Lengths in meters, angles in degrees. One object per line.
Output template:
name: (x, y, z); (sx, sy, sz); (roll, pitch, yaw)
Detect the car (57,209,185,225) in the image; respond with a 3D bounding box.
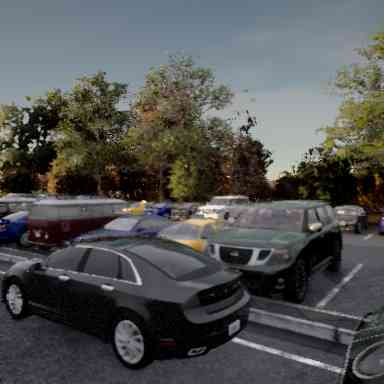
car: (-2.141, 1.567, 12.149); (2.002, 1.452, 4.674); (0, 0, 36)

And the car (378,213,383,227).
car: (11.595, 1.583, 18.436); (2.163, 1.488, 4.792); (0, 0, 36)

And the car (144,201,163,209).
car: (-1.970, 1.579, 28.100); (2.097, 1.535, 5.008); (0, 0, 36)

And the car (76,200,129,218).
car: (-8.726, 1.600, 32.976); (2.163, 1.488, 4.792); (0, 0, 36)

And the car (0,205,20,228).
car: (-6.705, 1.536, 15.405); (2.097, 1.535, 5.008); (0, 0, 36)

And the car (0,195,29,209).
car: (-24.526, 1.338, 44.286); (2.185, 1.767, 4.553); (0, 0, 36)

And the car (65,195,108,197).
car: (-11.015, 1.309, 34.545); (2.435, 2.045, 5.566); (0, 0, 36)

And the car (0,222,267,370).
car: (-1.417, 1.523, 5.776); (4.892, 1.490, 1.837); (0, 0, 36)

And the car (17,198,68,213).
car: (-17.663, 1.512, 39.566); (1.946, 1.575, 5.366); (0, 0, 36)

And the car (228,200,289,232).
car: (4.809, 1.567, 23.262); (2.097, 1.535, 5.008); (0, 0, 36)

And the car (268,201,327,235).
car: (7.067, 1.563, 21.647); (2.097, 1.535, 5.008); (0, 0, 36)

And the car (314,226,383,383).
car: (3.488, 1.361, 2.256); (4.553, 1.767, 2.097); (0, 0, 36)

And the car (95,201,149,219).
car: (-6.497, 1.609, 31.310); (2.163, 1.488, 4.792); (0, 0, 36)

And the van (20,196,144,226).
van: (-4.354, 1.306, 13.874); (1.878, 1.987, 4.442); (0, 0, 36)

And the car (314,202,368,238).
car: (9.325, 1.559, 20.033); (2.231, 1.521, 4.892); (0, 0, 36)

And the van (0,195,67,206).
van: (-9.053, 1.314, 16.949); (1.878, 1.987, 4.442); (0, 0, 36)

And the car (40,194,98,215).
car: (-13.240, 1.297, 36.207); (2.435, 2.045, 5.566); (0, 0, 36)

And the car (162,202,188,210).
car: (0.289, 1.578, 26.483); (2.231, 1.521, 4.892); (0, 0, 36)

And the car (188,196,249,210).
car: (2.532, 1.321, 24.851); (2.435, 2.045, 5.566); (0, 0, 36)

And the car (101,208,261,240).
car: (0.029, 1.518, 10.365); (1.946, 1.575, 5.366); (0, 0, 36)

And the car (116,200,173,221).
car: (-4.118, 1.577, 29.871); (1.946, 1.575, 5.366); (0, 0, 36)

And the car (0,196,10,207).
car: (-29.166, 1.426, 47.340); (1.946, 1.575, 5.366); (0, 0, 36)
